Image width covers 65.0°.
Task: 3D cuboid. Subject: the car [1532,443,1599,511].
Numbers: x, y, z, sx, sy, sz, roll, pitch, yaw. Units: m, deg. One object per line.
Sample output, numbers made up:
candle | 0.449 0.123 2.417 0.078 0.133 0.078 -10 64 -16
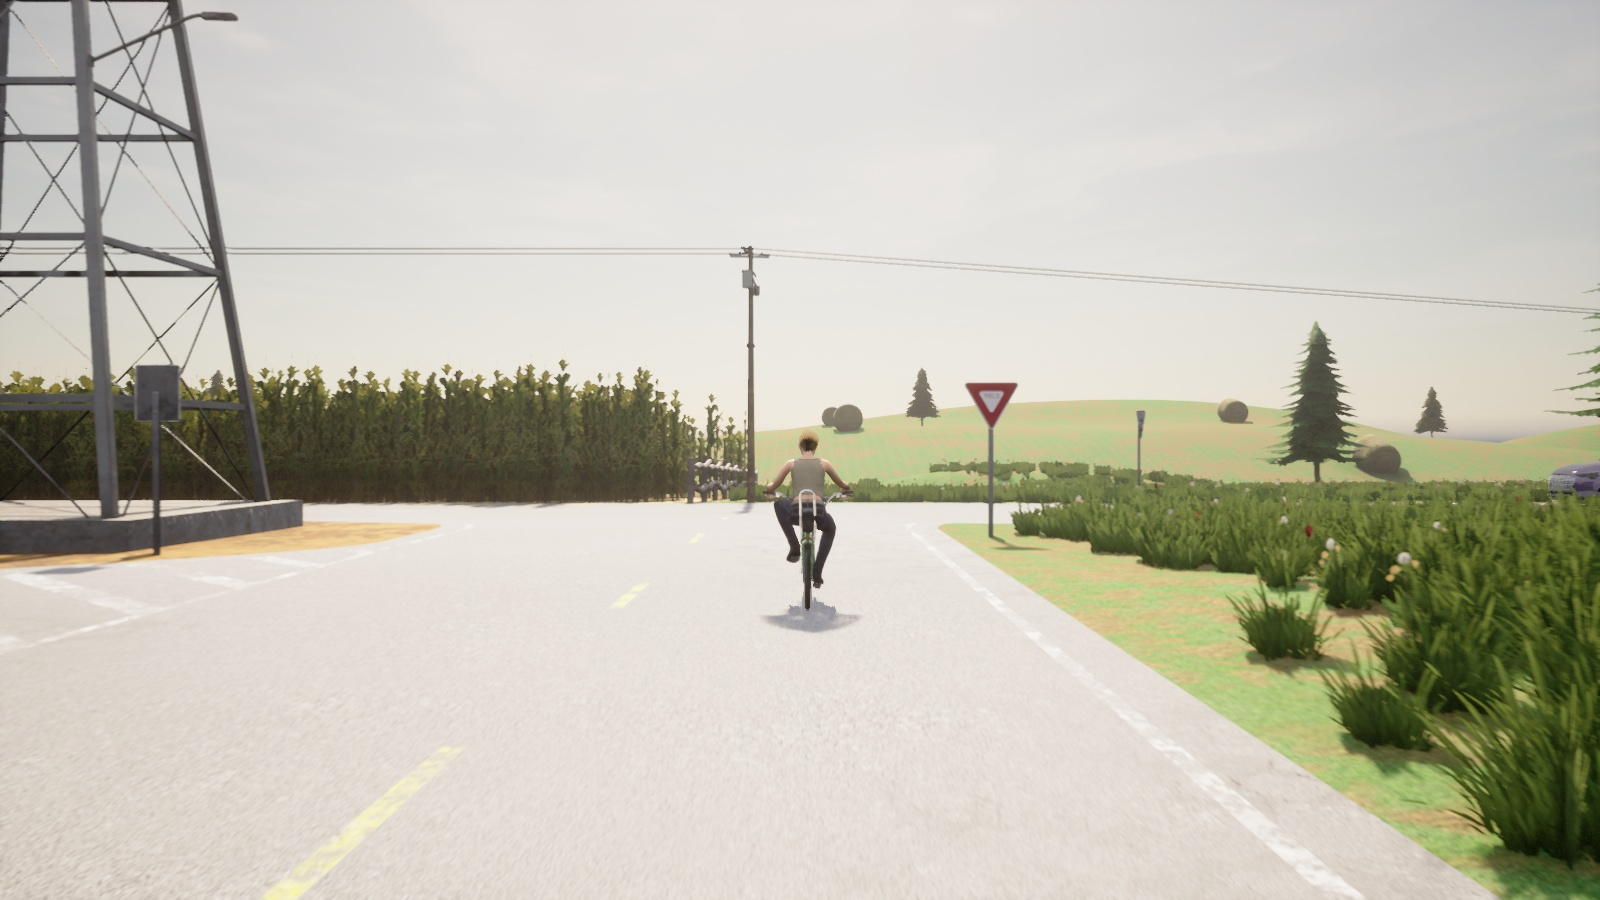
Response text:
car | 21.574 0.654 31.804 4.856 1.649 2.033 0 0 0

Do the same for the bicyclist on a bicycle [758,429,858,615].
bicyclist on a bicycle | 0.073 0.617 11.631 0.866 1.612 1.509 0 0 1
